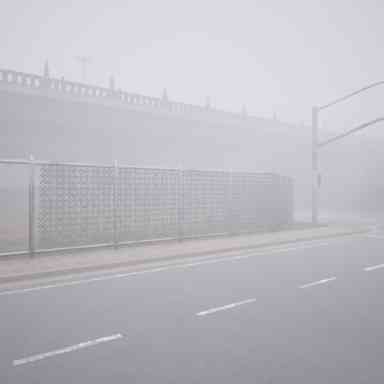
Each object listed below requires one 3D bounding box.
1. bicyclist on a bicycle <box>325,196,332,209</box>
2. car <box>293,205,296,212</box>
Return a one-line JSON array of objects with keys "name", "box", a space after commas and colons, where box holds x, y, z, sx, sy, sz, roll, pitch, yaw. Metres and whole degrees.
[{"name": "bicyclist on a bicycle", "box": [17.735, 1.354, 43.290, 1.656, 1.620, 0.582, 0, 0, -36]}, {"name": "car", "box": [9.056, 1.546, 36.546, 2.128, 1.511, 4.902, 0, 0, -36]}]
